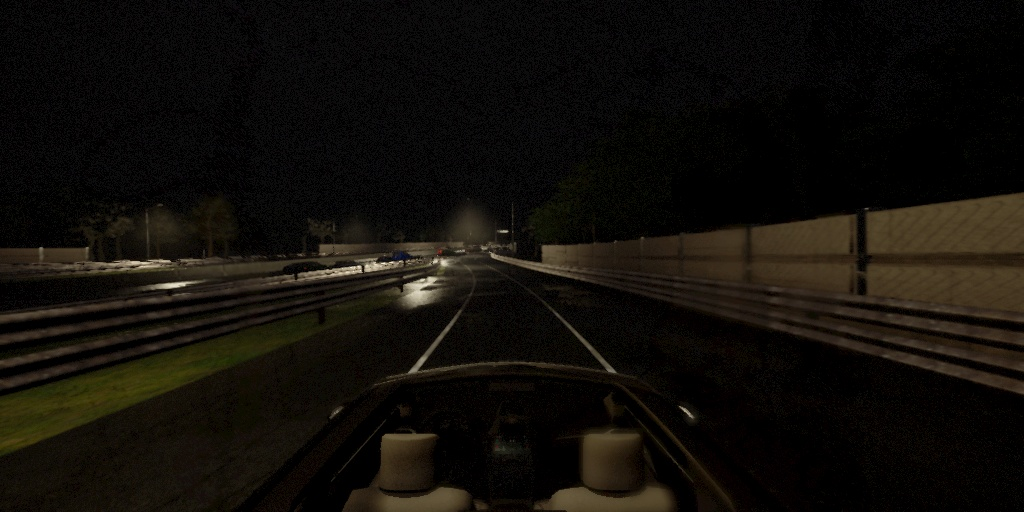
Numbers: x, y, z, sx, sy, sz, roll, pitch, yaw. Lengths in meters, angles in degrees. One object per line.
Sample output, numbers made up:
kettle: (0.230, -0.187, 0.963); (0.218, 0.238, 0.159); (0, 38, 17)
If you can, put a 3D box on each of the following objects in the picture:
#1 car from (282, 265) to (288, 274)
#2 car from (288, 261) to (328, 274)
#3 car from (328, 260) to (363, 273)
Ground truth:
car: (-28.952, 1.579, 48.743); (1.994, 1.385, 4.181); (0, 3, 11)
car: (-25.854, 1.444, 46.354); (2.097, 1.767, 4.553); (0, 3, 11)
car: (-21.930, 1.320, 48.177); (2.097, 1.767, 4.553); (0, 3, 11)
